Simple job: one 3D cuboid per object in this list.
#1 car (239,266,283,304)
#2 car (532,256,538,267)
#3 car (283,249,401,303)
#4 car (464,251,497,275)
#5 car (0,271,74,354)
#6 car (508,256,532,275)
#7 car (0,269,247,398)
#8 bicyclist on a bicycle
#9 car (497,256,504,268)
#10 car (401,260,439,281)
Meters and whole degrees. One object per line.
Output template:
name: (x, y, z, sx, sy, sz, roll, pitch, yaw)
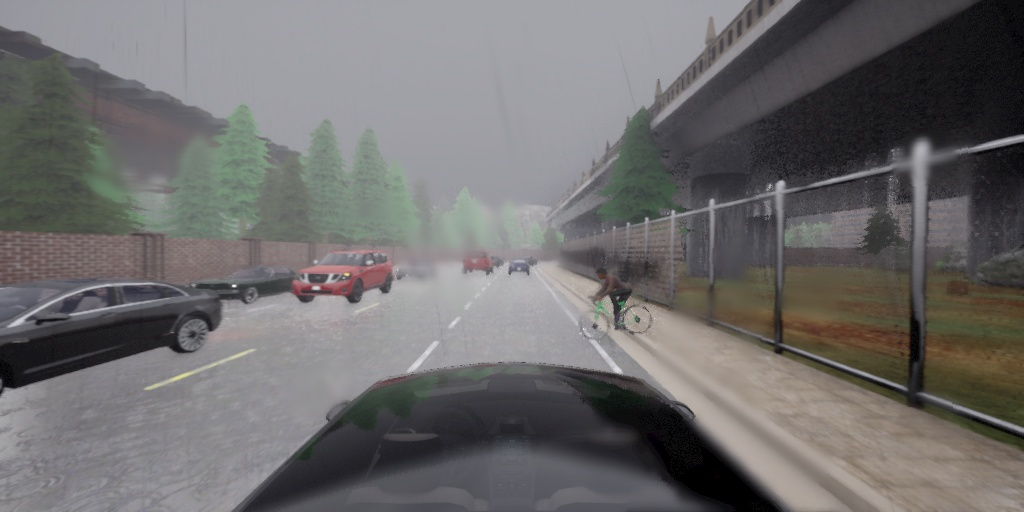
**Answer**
car: (-10.382, 1.091, 14.684, 1.895, 1.301, 4.718, 1, 1, 1)
car: (2.410, 0.677, 50.391, 1.837, 1.490, 4.892, 0, 1, 16)
car: (-6.868, 0.737, 15.390, 2.150, 2.045, 5.566, 1, 1, 1)
car: (-2.908, 0.568, 32.214, 2.150, 2.045, 5.566, 1, 1, 2)
car: (-10.556, 1.108, 5.418, 1.837, 1.490, 4.892, 1, 1, 1)
car: (0.655, 0.898, 32.775, 1.812, 1.442, 4.674, 1, 1, 1)
car: (-7.054, 1.127, 5.538, 2.128, 1.511, 4.902, 1, 1, 1)
bicyclist on a bicycle: (2.288, 1.060, 8.122, 1.656, 1.620, 0.582, -9, 1, 1)
car: (-2.207, 0.667, 46.475, 2.128, 1.511, 4.902, 1, 1, 9)
car: (-6.666, 0.992, 25.579, 1.895, 1.301, 4.718, 1, 1, 1)
